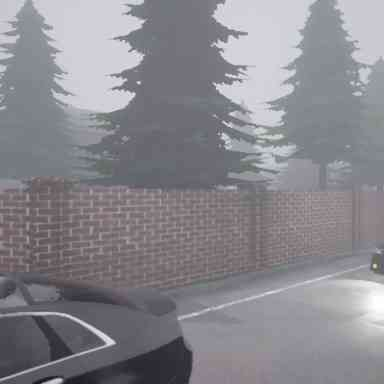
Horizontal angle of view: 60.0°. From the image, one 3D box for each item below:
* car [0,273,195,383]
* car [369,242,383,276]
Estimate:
[{"bbox_3d":[-2.231,1.505,2.307,4.892,1.490,1.837,0,0,-37],"label":"car"},{"bbox_3d":[6.651,1.562,9.069,4.181,1.385,1.994,0,0,-37],"label":"car"}]
